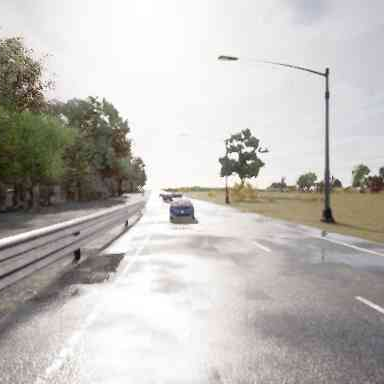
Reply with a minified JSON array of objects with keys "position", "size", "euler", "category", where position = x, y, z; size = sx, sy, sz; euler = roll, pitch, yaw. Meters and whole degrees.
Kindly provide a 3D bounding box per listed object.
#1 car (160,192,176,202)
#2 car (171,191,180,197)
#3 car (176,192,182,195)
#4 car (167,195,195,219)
[{"position":[-4.425,1.006,60.277],"size":[1.837,1.490,4.892],"euler":[0,1,-7],"category":"car"},{"position":[-4.471,0.593,90.179],"size":[2.033,1.411,5.357],"euler":[0,1,-7],"category":"car"},{"position":[-3.269,0.831,79.827],"size":[2.128,1.511,4.902],"euler":[0,1,-7],"category":"car"},{"position":[-0.860,1.265,26.451],"size":[1.882,1.535,5.008],"euler":[0,0,-4],"category":"car"}]
